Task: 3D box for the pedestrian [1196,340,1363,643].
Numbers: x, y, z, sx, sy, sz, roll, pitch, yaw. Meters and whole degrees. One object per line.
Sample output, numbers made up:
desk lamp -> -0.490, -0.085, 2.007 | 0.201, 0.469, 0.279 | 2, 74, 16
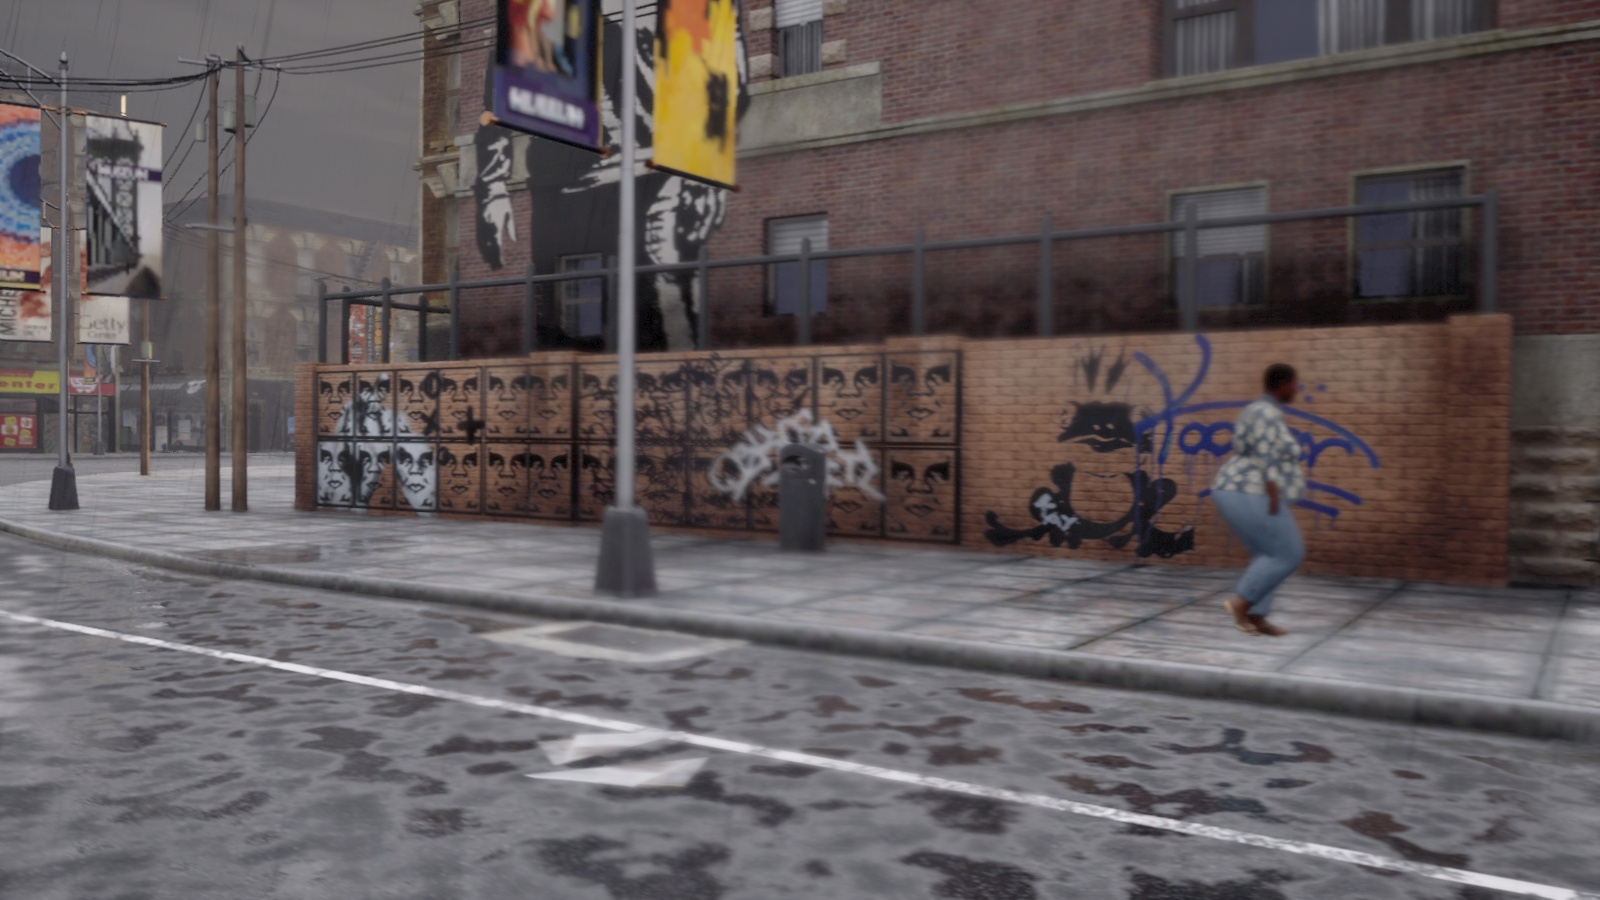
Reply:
pedestrian -> 3.100, 0.251, 8.208 | 0.900, 1.855, 0.874 | 0, 1, 13
